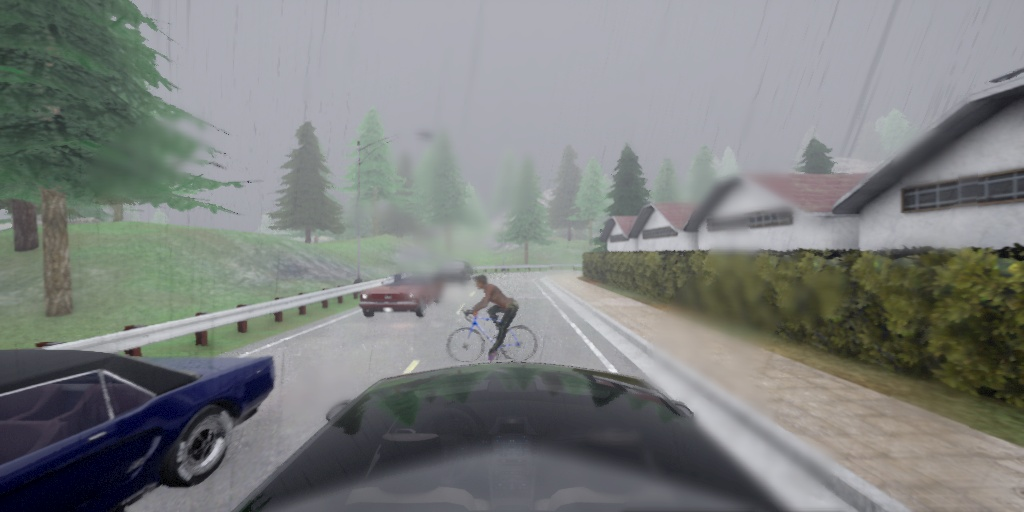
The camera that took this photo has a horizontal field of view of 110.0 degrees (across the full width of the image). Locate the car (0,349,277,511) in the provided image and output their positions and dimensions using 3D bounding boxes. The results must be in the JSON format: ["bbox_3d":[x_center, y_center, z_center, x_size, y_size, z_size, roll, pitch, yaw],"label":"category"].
[{"bbox_3d":[-3.592,1.351,1.811,1.895,1.301,4.718,0,0,0],"label":"car"}]

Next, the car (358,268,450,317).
[{"bbox_3d":[-3.667,1.261,12.783,1.895,1.301,4.718,0,0,0],"label":"car"}]

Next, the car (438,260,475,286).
[{"bbox_3d":[-3.623,1.051,23.277,1.882,1.535,5.008,0,1,2],"label":"car"}]

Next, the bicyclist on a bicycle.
[{"bbox_3d":[-0.376,1.160,6.532,1.656,1.620,0.582,-2,0,0],"label":"bicyclist on a bicycle"}]
